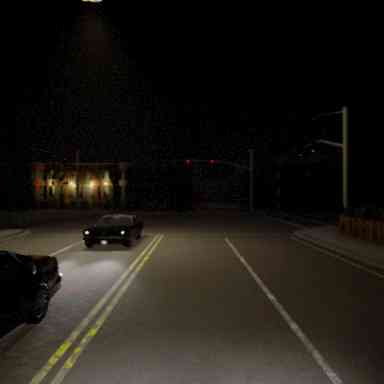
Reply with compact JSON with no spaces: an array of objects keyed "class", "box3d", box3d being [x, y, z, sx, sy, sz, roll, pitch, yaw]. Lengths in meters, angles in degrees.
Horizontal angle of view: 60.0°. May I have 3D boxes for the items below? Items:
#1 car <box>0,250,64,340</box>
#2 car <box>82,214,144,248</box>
[{"class":"car","box3d":[-3.577,1.589,4.587,2.033,1.411,5.357,0,-1,0]},{"class":"car","box3d":[-3.510,1.739,15.550,1.895,1.301,4.718,0,-1,0]}]
